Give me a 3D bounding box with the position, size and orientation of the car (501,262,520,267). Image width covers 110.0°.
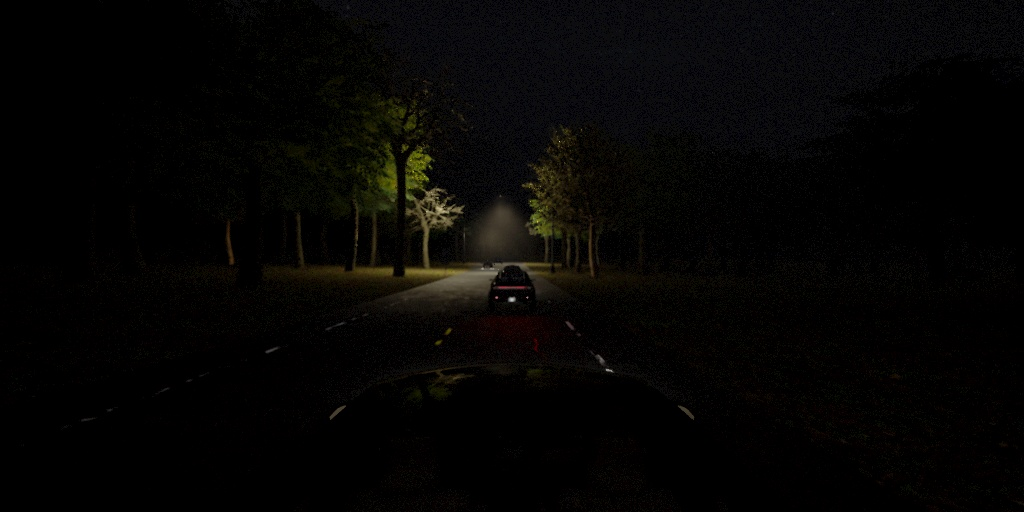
[{"bbox_3d":[0.007,1.533,30.341,1.837,1.490,4.892,0,0,0],"label":"car"}]

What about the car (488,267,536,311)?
[{"bbox_3d":[0.014,1.383,15.348,2.128,1.511,4.902,0,0,0],"label":"car"}]
